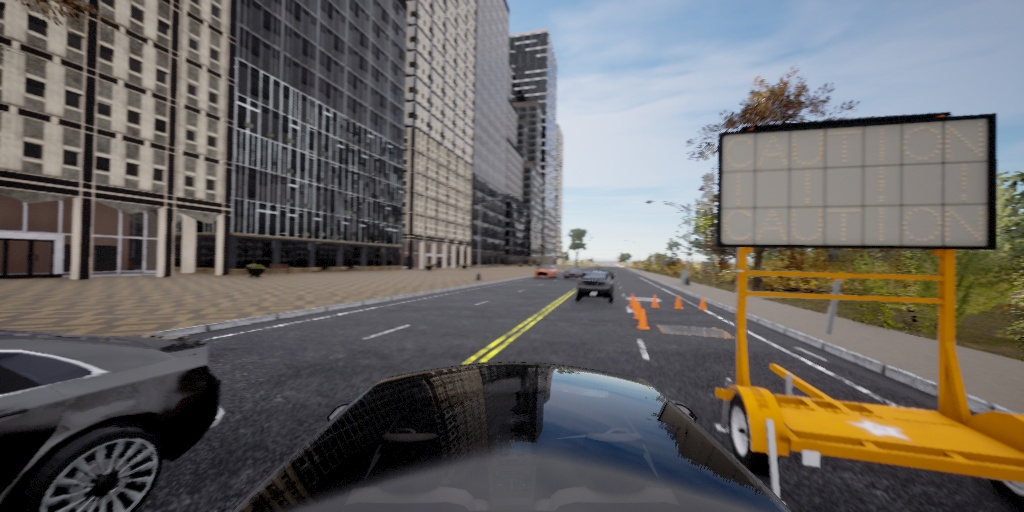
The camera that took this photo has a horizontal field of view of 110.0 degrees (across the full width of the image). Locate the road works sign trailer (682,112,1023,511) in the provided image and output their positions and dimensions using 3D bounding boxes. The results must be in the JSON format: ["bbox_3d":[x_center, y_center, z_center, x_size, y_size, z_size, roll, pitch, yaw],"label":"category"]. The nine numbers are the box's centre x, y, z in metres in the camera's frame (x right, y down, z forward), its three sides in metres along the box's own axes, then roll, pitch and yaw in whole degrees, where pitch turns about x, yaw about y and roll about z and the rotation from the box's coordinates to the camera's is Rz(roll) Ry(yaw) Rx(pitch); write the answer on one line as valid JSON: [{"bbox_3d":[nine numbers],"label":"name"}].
[{"bbox_3d":[3.501,0.323,3.977,2.380,3.560,2.880,0,0,16],"label":"road works sign trailer"}]

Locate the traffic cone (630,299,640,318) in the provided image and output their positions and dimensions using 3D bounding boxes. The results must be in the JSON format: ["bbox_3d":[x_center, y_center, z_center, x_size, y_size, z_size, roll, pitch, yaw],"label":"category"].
[{"bbox_3d":[4.580,1.966,13.018,0.340,0.580,0.340,0,0,16],"label":"traffic cone"}]

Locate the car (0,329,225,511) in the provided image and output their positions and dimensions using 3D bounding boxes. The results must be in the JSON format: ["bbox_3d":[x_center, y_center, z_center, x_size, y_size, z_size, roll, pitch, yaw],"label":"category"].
[{"bbox_3d":[-4.053,1.149,1.394,2.128,1.511,4.902,1,-1,16],"label":"car"}]

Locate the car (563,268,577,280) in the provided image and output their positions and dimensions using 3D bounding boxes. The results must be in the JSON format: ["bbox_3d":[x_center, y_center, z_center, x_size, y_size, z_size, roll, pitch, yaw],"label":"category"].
[{"bbox_3d":[7.198,2.050,41.863,1.994,1.385,4.181,1,-1,16],"label":"car"}]

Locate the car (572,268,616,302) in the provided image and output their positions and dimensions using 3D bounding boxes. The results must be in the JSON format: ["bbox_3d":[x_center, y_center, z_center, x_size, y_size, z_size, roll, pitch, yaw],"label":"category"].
[{"bbox_3d":[4.610,1.613,19.687,1.837,1.490,4.892,1,-1,16],"label":"car"}]

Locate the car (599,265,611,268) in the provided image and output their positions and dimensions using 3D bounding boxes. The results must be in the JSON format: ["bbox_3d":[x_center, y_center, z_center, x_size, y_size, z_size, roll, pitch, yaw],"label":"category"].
[{"bbox_3d":[11.486,1.968,44.420,2.097,1.767,4.553,1,-1,16],"label":"car"}]

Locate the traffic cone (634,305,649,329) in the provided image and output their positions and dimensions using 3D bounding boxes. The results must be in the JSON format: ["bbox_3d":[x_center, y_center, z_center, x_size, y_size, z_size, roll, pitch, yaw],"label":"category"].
[{"bbox_3d":[4.044,1.927,11.091,0.340,0.580,0.340,0,0,16],"label":"traffic cone"}]

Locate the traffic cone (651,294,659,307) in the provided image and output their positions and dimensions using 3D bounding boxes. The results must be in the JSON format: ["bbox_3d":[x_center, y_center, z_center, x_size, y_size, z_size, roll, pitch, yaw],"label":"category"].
[{"bbox_3d":[6.614,2.062,16.603,0.340,0.580,0.340,0,0,16],"label":"traffic cone"}]

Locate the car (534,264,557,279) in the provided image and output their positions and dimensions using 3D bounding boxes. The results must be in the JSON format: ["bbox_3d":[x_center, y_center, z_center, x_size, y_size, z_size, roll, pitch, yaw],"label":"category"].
[{"bbox_3d":[4.027,1.779,42.577,2.097,1.767,4.553,1,-1,16],"label":"car"}]

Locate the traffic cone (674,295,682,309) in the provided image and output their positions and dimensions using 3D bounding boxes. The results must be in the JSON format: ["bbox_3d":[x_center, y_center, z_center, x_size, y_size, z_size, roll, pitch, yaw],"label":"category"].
[{"bbox_3d":[7.577,2.079,16.335,0.340,0.580,0.340,0,0,16],"label":"traffic cone"}]

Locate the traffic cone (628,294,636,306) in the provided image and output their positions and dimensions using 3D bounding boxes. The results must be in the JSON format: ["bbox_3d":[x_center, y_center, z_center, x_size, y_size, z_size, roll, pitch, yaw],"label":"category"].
[{"bbox_3d":[5.115,2.006,14.944,0.340,0.580,0.340,0,0,16],"label":"traffic cone"}]
